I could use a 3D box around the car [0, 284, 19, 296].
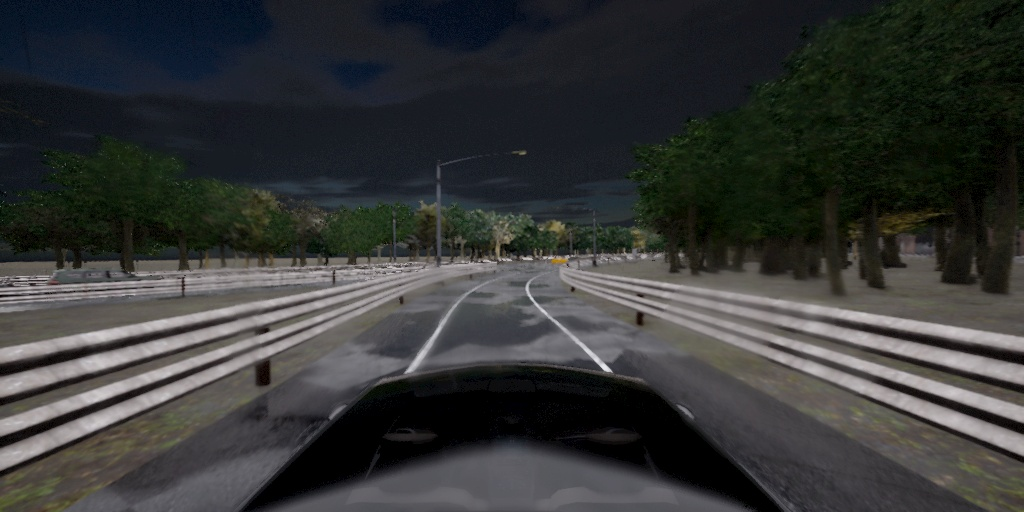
[{"bbox_3d":[-35.158,2.282,22.227,2.033,1.411,5.357,0,1,38],"label":"car"}]

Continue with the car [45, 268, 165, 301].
[{"bbox_3d":[-28.386,1.888,25.297,2.150,2.045,5.566,0,1,38],"label":"car"}]

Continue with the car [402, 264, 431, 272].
[{"bbox_3d":[-11.860,1.721,46.801,1.882,1.535,5.008,0,1,38],"label":"car"}]

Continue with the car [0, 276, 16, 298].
[{"bbox_3d":[-37.933,2.258,24.360,1.837,1.490,4.892,0,1,38],"label":"car"}]
